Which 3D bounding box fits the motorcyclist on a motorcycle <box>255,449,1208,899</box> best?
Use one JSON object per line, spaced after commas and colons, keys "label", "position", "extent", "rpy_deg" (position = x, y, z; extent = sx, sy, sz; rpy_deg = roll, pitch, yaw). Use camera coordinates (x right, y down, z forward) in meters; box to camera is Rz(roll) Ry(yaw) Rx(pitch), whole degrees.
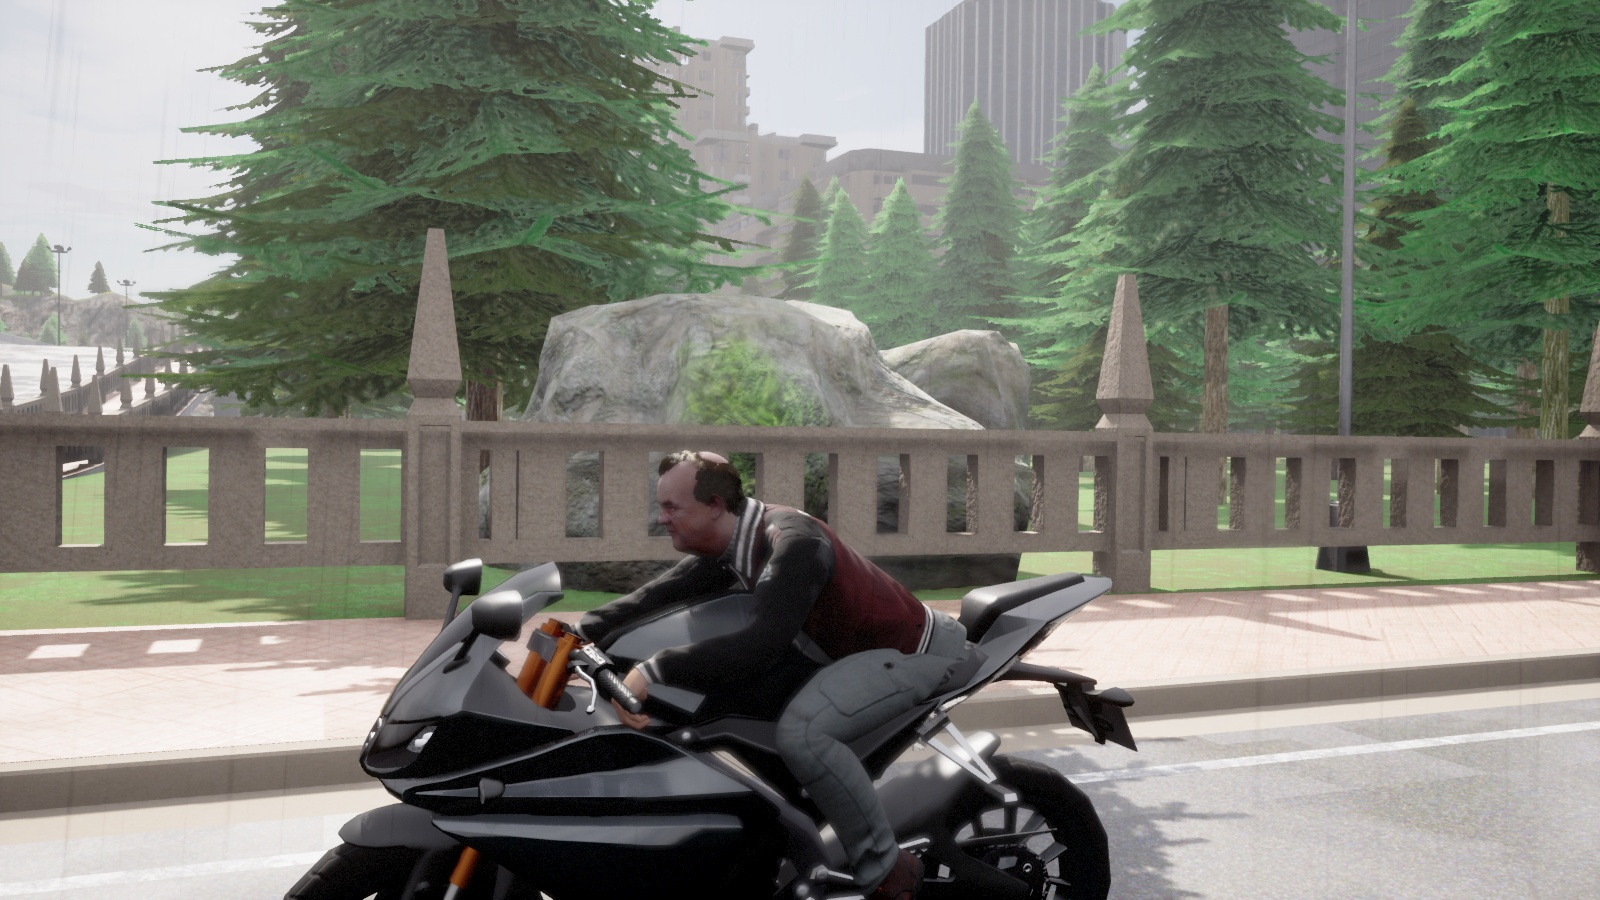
{"label": "motorcyclist on a motorcycle", "position": [-0.153, 0.783, 3.181], "extent": [2.191, 1.530, 0.866], "rpy_deg": [-1, 1, -21]}
